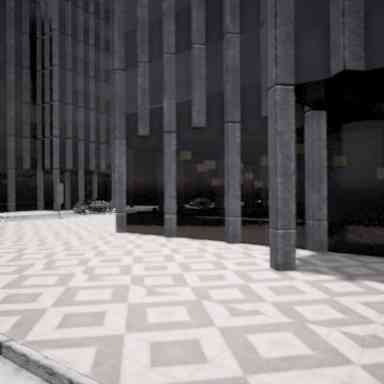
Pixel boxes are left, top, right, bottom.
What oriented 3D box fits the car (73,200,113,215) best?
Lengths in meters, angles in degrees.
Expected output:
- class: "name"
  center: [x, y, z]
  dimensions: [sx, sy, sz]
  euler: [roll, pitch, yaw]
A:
- class: "car"
  center: [-11.411, 1.768, 38.464]
  dimensions: [1.837, 1.490, 4.892]
  euler: [-1, 0, 36]
